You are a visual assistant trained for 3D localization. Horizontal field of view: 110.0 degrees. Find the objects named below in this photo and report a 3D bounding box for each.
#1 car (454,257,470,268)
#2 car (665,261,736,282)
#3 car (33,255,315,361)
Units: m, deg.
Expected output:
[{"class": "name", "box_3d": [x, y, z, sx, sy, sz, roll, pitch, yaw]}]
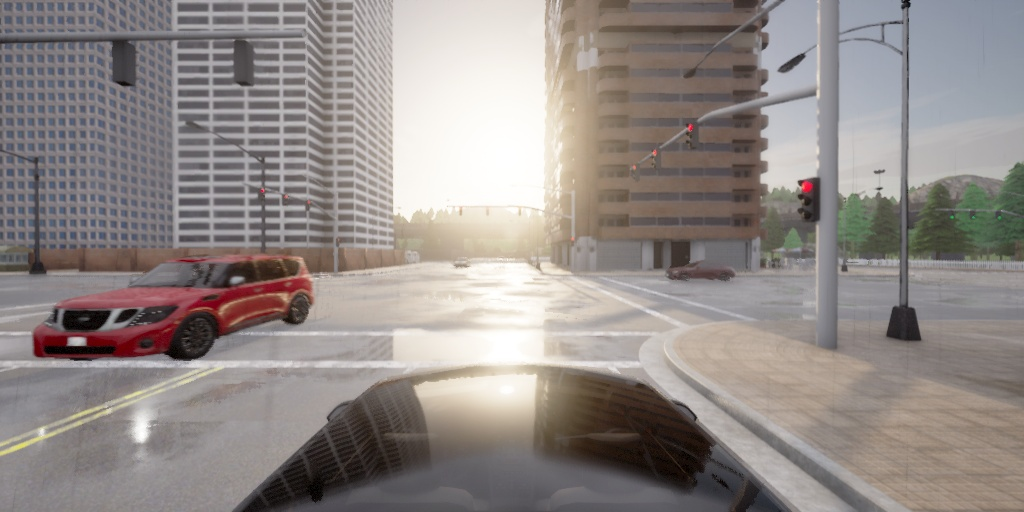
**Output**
[{"class": "car", "box_3d": [-7.008, 0.956, 50.379, 1.837, 1.490, 4.892, 0, 3, 0]}, {"class": "car", "box_3d": [13.547, 1.108, 25.845, 4.674, 1.442, 1.812, 0, 0, 0]}, {"class": "car", "box_3d": [-6.999, 0.994, 8.526, 2.150, 2.045, 5.566, 0, 1, 0]}]
